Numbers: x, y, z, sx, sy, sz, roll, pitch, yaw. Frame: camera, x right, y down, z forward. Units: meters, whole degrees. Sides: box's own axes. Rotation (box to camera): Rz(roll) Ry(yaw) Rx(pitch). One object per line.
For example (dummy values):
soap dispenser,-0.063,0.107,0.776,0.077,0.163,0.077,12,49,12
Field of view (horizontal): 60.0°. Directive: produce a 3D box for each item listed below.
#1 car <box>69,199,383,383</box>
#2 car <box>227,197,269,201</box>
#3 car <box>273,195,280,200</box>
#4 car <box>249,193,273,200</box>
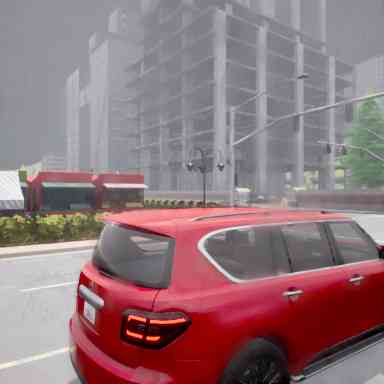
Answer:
car,1.232,1.221,4.664,5.566,2.045,2.150,0,0,-35
car,3.876,1.422,28.558,1.882,1.535,5.008,0,0,-36
car,14.066,1.114,59.881,1.905,1.878,3.866,0,0,-36
car,11.674,1.114,58.169,1.905,1.878,3.866,0,0,-36
